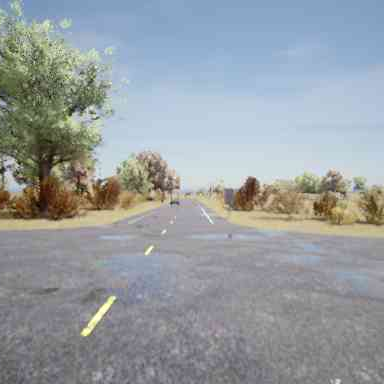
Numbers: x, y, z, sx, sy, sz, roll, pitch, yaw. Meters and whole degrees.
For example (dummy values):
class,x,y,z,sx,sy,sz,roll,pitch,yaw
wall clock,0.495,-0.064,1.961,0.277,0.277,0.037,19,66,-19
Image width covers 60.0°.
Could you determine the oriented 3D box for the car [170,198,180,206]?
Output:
class,x,y,z,sx,sy,sz,roll,pitch,yaw
car,-3.517,2.004,69.041,1.882,1.535,5.008,0,-1,0
